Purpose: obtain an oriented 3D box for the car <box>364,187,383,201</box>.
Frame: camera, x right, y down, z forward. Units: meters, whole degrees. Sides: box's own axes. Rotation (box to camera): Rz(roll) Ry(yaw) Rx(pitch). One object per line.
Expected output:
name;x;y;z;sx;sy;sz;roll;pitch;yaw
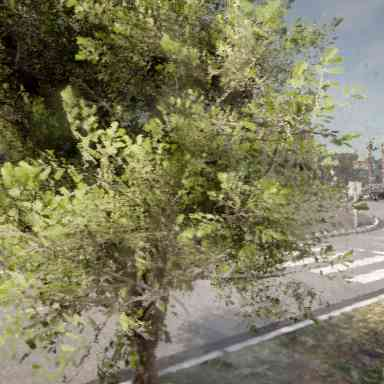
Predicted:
car;21.440;0.211;39.307;4.892;1.490;1.837;-5;3;-42
